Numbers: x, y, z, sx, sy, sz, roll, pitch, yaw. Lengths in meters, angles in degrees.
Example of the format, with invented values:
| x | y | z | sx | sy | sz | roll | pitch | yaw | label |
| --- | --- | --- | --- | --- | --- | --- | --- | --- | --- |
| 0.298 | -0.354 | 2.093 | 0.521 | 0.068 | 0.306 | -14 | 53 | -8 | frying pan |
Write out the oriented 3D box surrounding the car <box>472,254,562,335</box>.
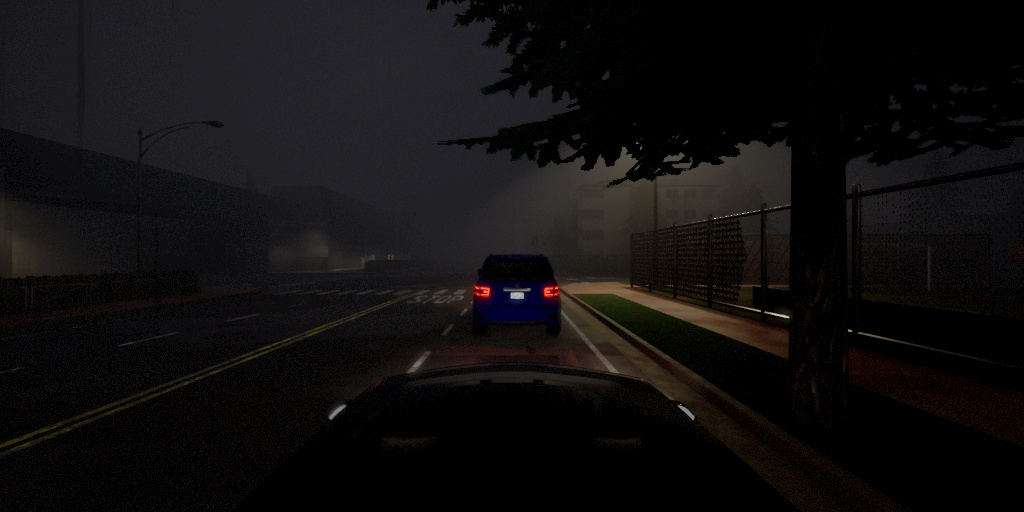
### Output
| x | y | z | sx | sy | sz | roll | pitch | yaw | label |
| --- | --- | --- | --- | --- | --- | --- | --- | --- | --- |
| 0.123 | 0.972 | 10.622 | 2.150 | 2.045 | 5.566 | 0 | 0 | 0 | car |

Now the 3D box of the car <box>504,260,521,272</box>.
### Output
| x | y | z | sx | sy | sz | roll | pitch | yaw | label |
| --- | --- | --- | --- | --- | --- | --- | --- | --- | --- |
| 0.061 | 1.241 | 46.454 | 2.128 | 1.511 | 4.902 | 0 | 0 | -1 | car |
